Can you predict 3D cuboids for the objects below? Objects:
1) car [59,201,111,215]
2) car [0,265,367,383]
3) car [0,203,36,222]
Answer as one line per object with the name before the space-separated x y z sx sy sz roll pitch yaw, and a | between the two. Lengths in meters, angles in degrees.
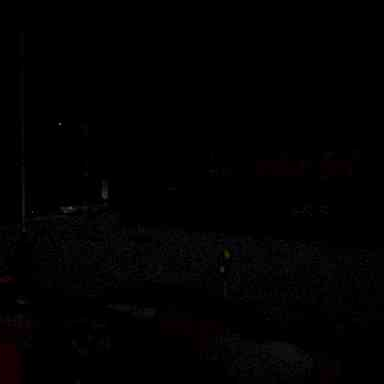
car | -10.183 1.510 31.938 1.895 1.301 4.718 -2 0 36
car | -0.555 1.588 3.218 4.206 1.307 1.802 0 -1 35
car | -13.157 1.450 22.727 1.812 1.442 4.674 -2 0 36
